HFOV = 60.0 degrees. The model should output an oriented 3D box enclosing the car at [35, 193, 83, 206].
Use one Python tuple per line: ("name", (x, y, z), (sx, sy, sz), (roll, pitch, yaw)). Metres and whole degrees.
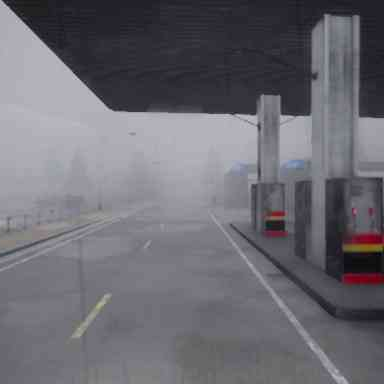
("car", (-16.604, 0.944, 41.085), (5.027, 1.636, 2.152), (0, 1, -1))
